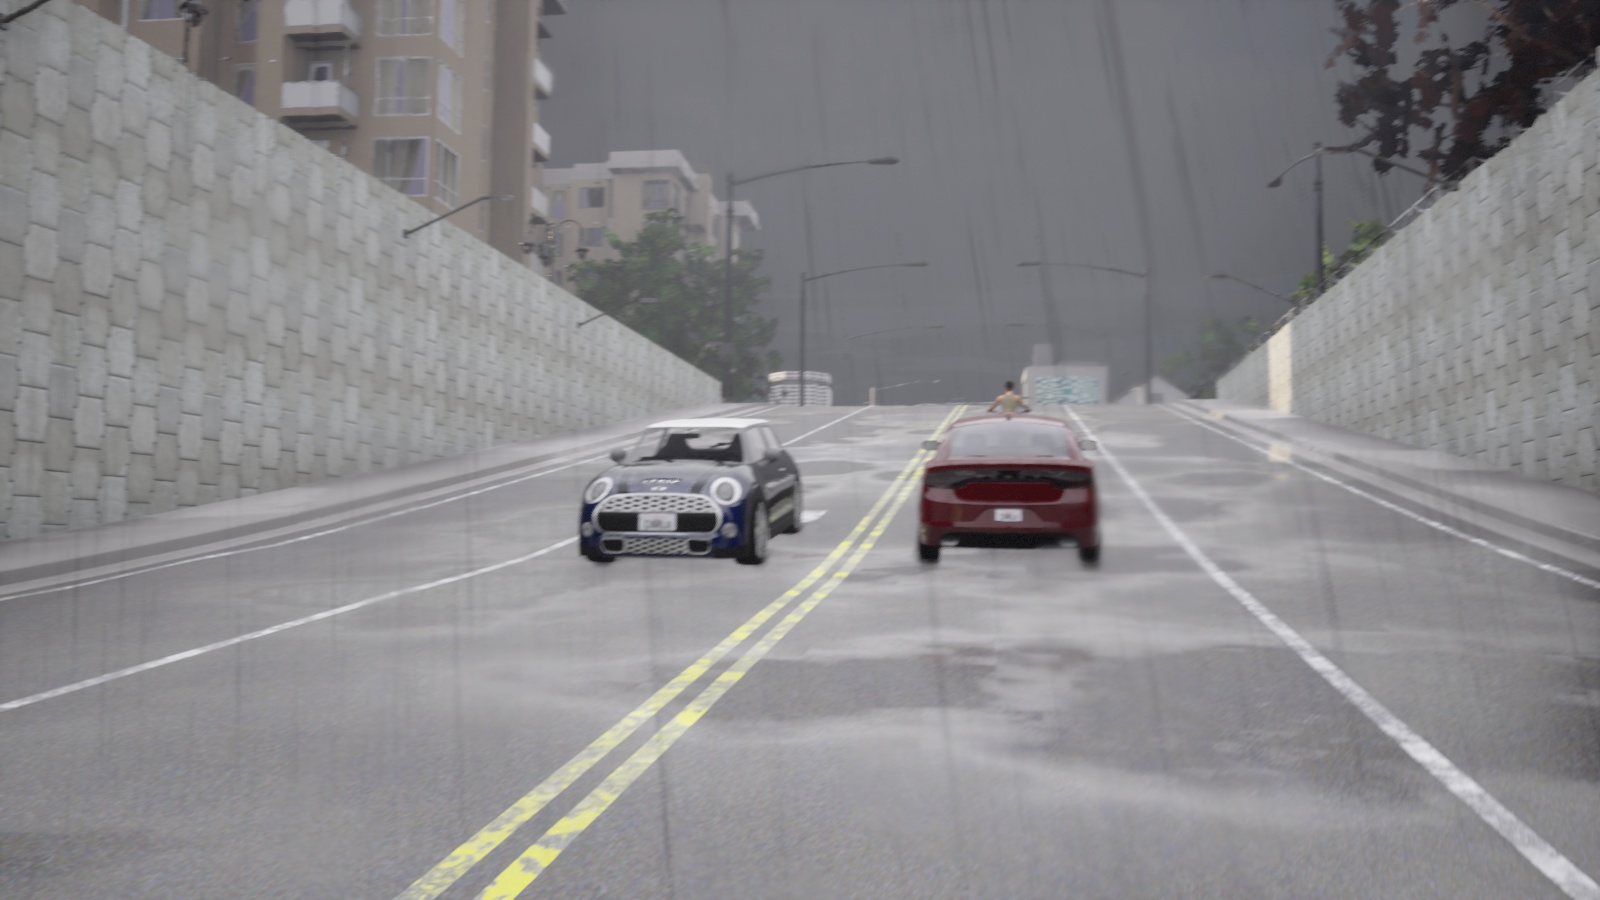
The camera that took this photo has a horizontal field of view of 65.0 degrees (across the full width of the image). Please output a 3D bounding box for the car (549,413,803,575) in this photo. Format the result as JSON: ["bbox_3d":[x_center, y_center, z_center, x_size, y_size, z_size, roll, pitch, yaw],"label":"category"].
[{"bbox_3d":[-1.242,0.383,14.390,1.970,1.475,3.806,0,4,9],"label":"car"}]

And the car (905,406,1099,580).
[{"bbox_3d":[2.369,0.334,14.799,1.882,1.535,5.008,0,4,9],"label":"car"}]
